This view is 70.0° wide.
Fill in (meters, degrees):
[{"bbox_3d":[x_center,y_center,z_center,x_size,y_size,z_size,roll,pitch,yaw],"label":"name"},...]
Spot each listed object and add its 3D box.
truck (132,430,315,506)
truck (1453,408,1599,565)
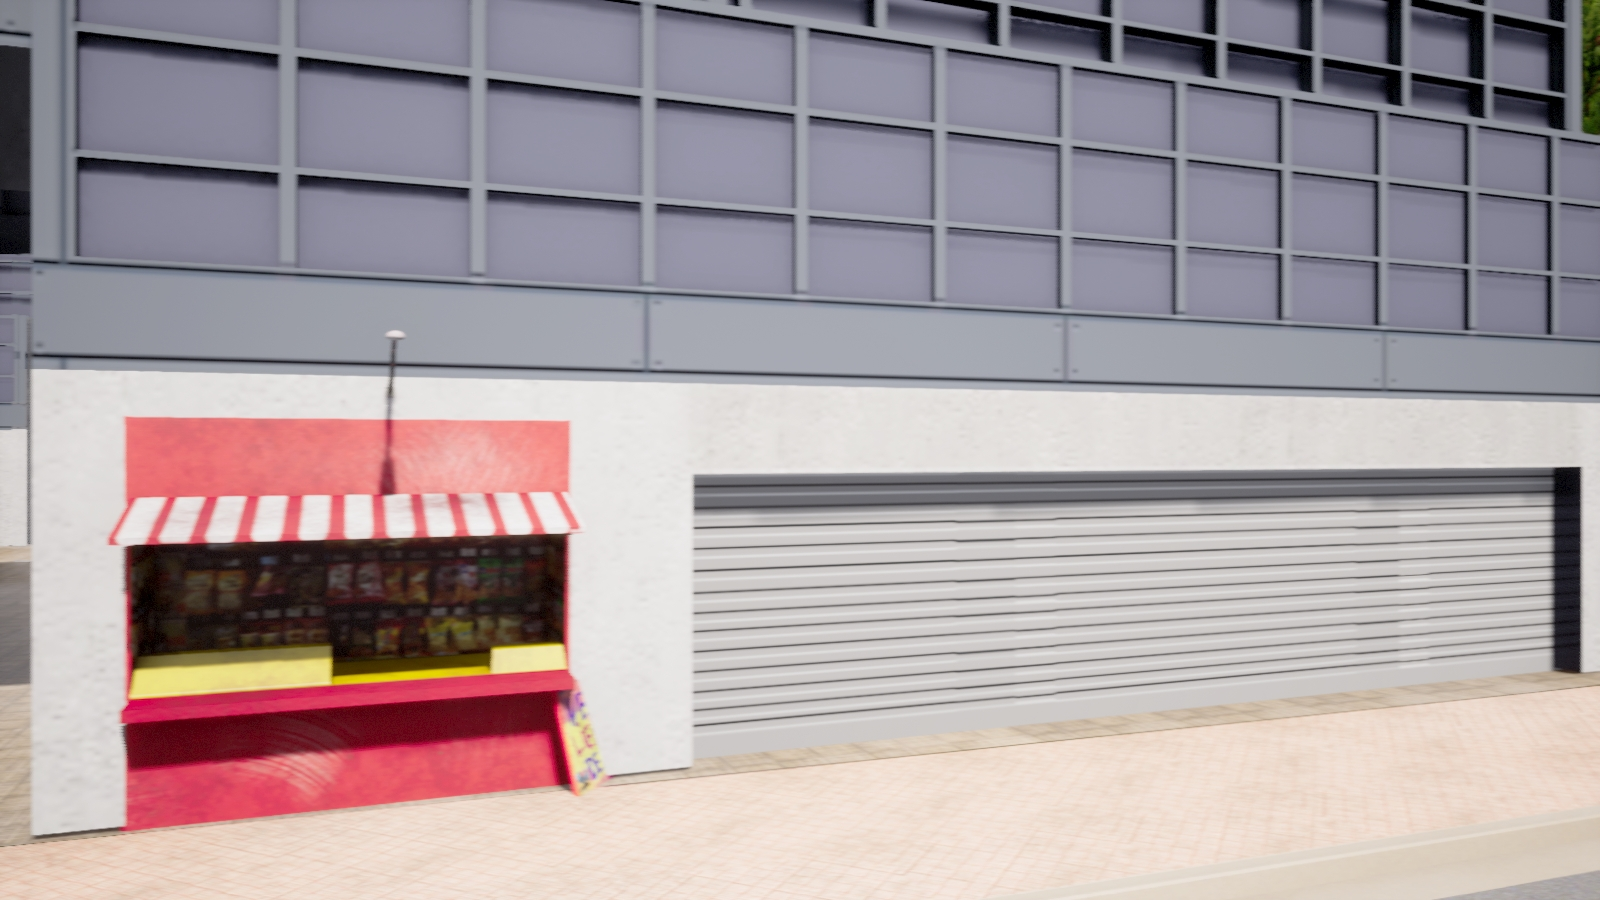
[{"bbox_3d":[-30.349,0.893,60.626,8.468,3.827,2.891,0,0,-22],"label":"truck"},{"bbox_3d":[20.905,0.889,28.091,2.891,3.827,8.468,0,0,-21],"label":"truck"}]
